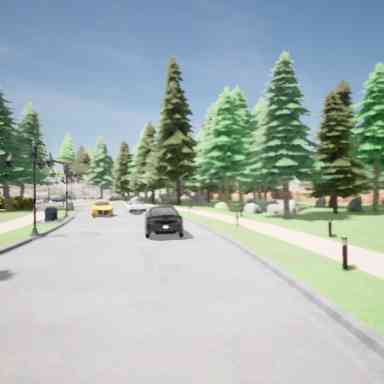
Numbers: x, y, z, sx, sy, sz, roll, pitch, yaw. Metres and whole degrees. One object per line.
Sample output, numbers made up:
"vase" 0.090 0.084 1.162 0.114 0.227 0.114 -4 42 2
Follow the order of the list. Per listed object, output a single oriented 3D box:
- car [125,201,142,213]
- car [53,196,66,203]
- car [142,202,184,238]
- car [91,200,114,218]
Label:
"car" -6.275 1.638 36.714 1.895 1.301 4.718 0 0 -19
"car" -27.070 1.574 68.133 1.994 1.385 4.181 0 0 -36
"car" -1.600 1.484 17.974 1.882 1.535 5.008 0 0 -9
"car" -8.497 1.534 31.460 1.882 1.535 5.008 0 0 -17
